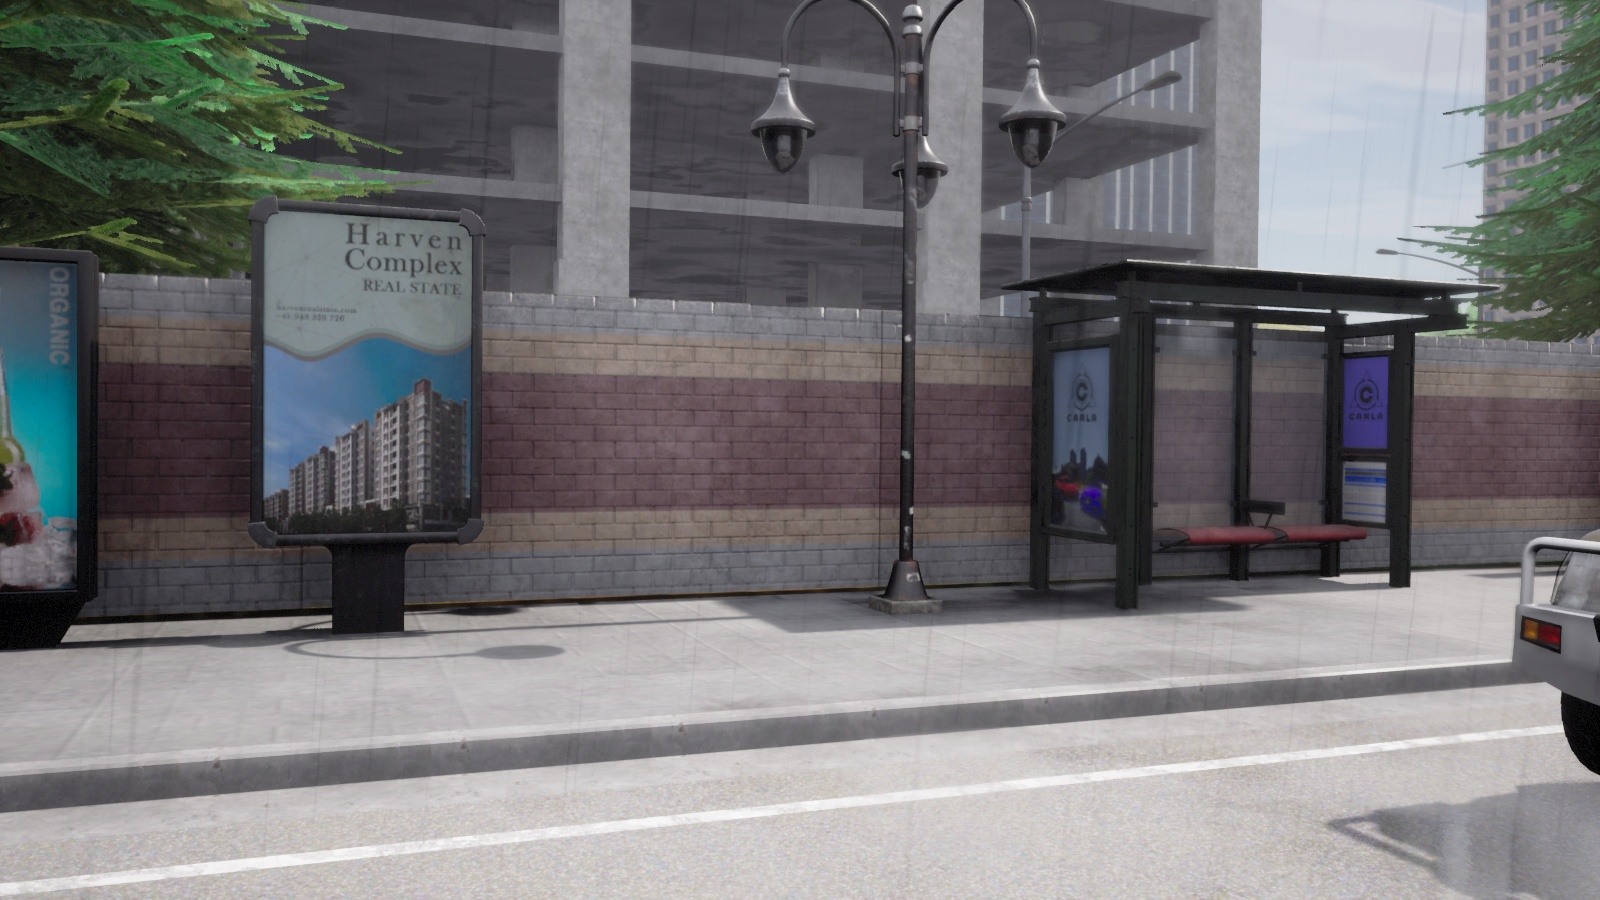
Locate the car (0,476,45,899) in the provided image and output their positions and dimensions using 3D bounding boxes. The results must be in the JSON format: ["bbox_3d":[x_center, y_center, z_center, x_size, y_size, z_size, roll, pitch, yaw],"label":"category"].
[{"bbox_3d":[-3.928,0.838,1.747,4.674,1.442,1.812,-1,1,-21],"label":"car"}]

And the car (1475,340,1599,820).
[{"bbox_3d":[5.380,0.471,5.284,4.605,1.855,1.932,-1,1,-21],"label":"car"}]
